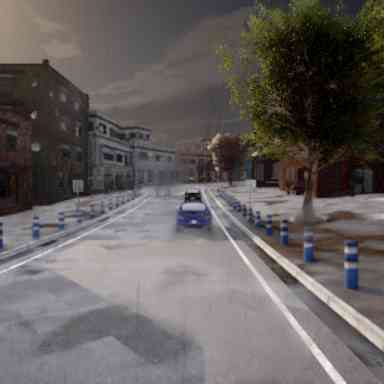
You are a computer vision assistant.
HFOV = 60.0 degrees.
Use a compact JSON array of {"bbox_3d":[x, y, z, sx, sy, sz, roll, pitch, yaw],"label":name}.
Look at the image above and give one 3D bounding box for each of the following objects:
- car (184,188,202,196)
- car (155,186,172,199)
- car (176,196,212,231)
[{"bbox_3d":[0.089,0.309,37.726,1.882,1.535,5.008,0,4,0],"label":"car"},{"bbox_3d":[-3.602,-0.022,42.570,2.128,1.511,4.902,0,4,0],"label":"car"},{"bbox_3d":[0.094,1.246,18.923,1.882,1.535,5.008,0,2,0],"label":"car"}]
